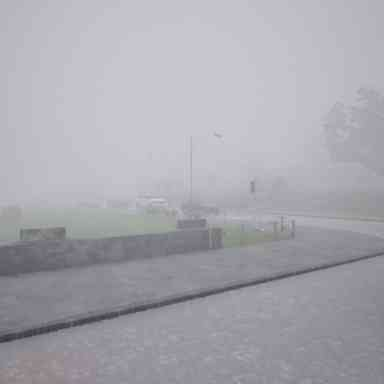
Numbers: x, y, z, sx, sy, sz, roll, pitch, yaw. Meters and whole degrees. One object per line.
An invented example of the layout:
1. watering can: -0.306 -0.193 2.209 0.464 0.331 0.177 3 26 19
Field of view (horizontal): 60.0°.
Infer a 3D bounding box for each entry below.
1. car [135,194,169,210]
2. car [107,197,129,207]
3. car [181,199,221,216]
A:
1. car: -5.079 1.222 41.368 2.150 2.045 5.566 0 0 -36
2. car: -11.122 1.478 49.895 1.882 1.535 5.008 0 0 -35
3. car: 0.787 1.478 33.136 1.882 1.535 5.008 0 0 -36
